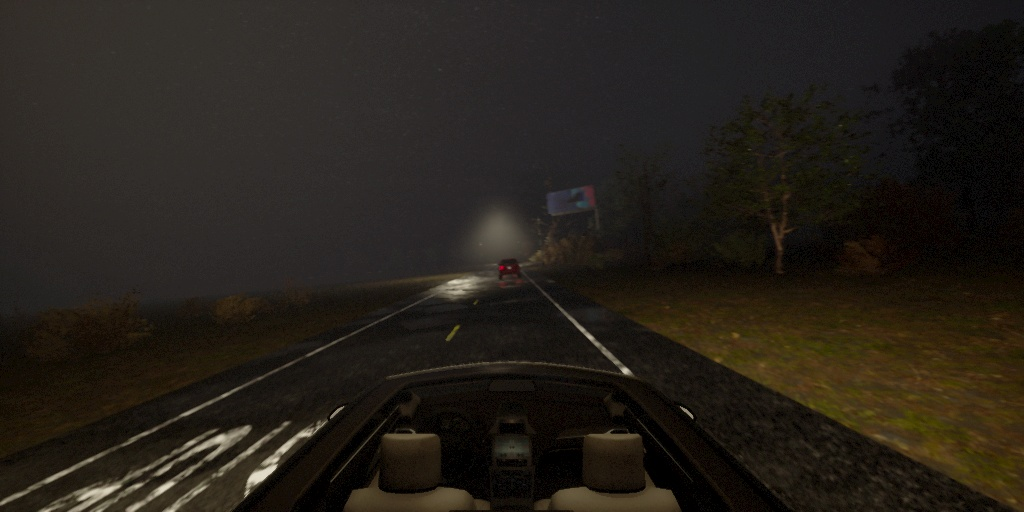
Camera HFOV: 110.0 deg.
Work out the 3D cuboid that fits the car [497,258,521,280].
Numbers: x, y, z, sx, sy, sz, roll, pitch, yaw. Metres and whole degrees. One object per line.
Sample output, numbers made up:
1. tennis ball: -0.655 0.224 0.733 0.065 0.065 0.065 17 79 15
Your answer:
1. car: -0.259 1.239 36.586 2.150 2.045 5.566 -5 0 0
